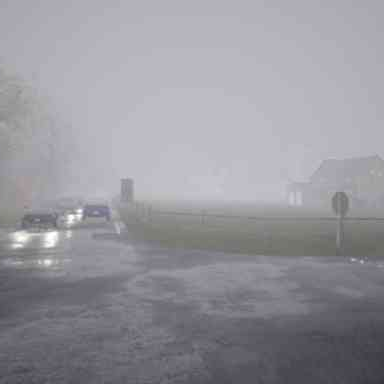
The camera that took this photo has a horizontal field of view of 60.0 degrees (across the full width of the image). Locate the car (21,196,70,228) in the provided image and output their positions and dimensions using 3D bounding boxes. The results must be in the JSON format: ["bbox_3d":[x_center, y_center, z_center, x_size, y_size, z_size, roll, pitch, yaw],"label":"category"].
[{"bbox_3d":[-8.869,1.224,20.176,1.882,1.535,5.008,1,0,-14],"label":"car"}]

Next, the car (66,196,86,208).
[{"bbox_3d":[-14.147,1.160,40.667,1.895,1.301,4.718,1,0,-14],"label":"car"}]

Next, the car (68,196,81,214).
[{"bbox_3d":[-11.644,1.155,30.928,1.837,1.490,4.892,1,0,-15],"label":"car"}]

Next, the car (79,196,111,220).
[{"bbox_3d":[-7.221,1.250,25.339,1.882,1.535,5.008,1,0,-14],"label":"car"}]
